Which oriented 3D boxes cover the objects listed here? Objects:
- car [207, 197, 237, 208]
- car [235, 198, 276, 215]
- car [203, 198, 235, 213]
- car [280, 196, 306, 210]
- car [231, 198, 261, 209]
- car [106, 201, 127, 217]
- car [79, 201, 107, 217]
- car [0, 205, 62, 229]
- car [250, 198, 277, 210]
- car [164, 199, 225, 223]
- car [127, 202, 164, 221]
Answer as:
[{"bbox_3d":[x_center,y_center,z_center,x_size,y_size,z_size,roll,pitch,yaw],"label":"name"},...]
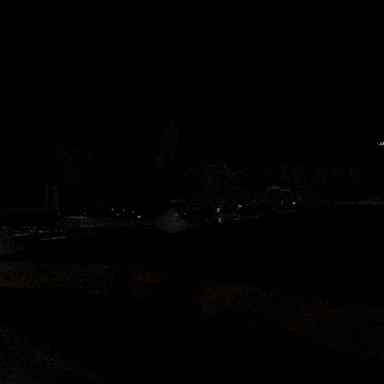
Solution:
[{"bbox_3d":[4.516,1.547,49.219,2.033,1.411,5.357,0,0,36],"label":"car"},{"bbox_3d":[6.750,1.478,34.489,1.882,1.535,5.008,0,0,36],"label":"car"},{"bbox_3d":[3.517,1.506,35.997,1.837,1.490,4.892,0,0,36],"label":"car"},{"bbox_3d":[13.103,1.351,43.168,2.097,1.767,4.553,0,0,36],"label":"car"},{"bbox_3d":[7.873,1.547,47.880,2.033,1.411,5.357,0,0,37],"label":"car"},{"bbox_3d":[-5.073,1.601,30.153,1.895,1.301,4.718,0,0,36],"label":"car"},{"bbox_3d":[-8.061,1.548,31.996,2.033,1.411,5.357,0,0,36],"label":"car"},{"bbox_3d":[-11.270,1.548,21.641,2.033,1.411,5.357,0,0,36],"label":"car"},{"bbox_3d":[9.604,1.564,44.330,1.994,1.385,4.181,0,0,36],"label":"car"},{"bbox_3d":[0.317,1.506,25.662,1.837,1.490,4.892,0,0,36],"label":"car"},{"bbox_3d":[-2.764,1.601,27.379,1.895,1.301,4.718,0,0,36],"label":"car"}]
